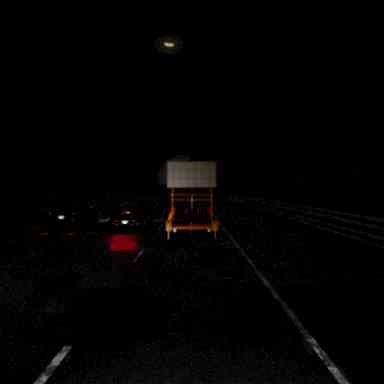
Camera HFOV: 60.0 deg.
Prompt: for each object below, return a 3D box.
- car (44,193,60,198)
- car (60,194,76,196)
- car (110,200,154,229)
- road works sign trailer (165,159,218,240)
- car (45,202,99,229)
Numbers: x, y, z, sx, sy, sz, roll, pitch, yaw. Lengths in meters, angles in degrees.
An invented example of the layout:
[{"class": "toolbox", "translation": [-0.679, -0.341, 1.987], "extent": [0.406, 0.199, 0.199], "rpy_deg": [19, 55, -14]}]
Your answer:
[{"class": "car", "translation": [-24.547, 0.997, 59.249], "extent": [2.097, 1.767, 4.553], "rpy_deg": [0, -1, 0]}, {"class": "car", "translation": [-21.045, 1.193, 59.288], "extent": [2.033, 1.411, 5.357], "rpy_deg": [0, -1, 1]}, {"class": "car", "translation": [-3.402, 1.238, 19.264], "extent": [1.837, 1.490, 4.892], "rpy_deg": [0, 1, 0]}, {"class": "road works sign trailer", "translation": [-0.003, 0.249, 15.488], "extent": [2.380, 3.560, 2.880], "rpy_deg": [0, 1, 0]}, {"class": "car", "translation": [-6.903, 1.293, 19.558], "extent": [1.994, 1.385, 4.181], "rpy_deg": [0, 1, 0]}]
